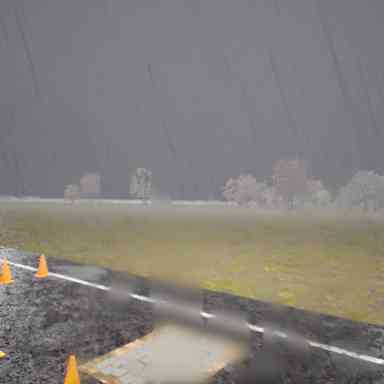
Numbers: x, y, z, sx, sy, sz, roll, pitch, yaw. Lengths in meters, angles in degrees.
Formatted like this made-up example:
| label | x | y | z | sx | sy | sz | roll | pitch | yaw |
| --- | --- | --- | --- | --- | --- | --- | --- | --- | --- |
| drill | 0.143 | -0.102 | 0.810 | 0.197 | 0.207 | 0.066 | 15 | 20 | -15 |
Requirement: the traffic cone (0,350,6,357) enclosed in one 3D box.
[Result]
| label | x | y | z | sx | sy | sz | roll | pitch | yaw |
| --- | --- | --- | --- | --- | --- | --- | --- | --- | --- |
| traffic cone | -2.847 | 2.010 | 4.659 | 0.340 | 0.580 | 0.340 | 0 | -1 | 37 |

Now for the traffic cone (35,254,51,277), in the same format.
| label | x | y | z | sx | sy | sz | roll | pitch | yaw |
| --- | --- | --- | --- | --- | --- | --- | --- | --- | --- |
| traffic cone | -4.240 | 2.073 | 9.461 | 0.340 | 0.580 | 0.340 | 0 | -1 | 37 |

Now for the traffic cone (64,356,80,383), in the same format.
| label | x | y | z | sx | sy | sz | roll | pitch | yaw |
| --- | --- | --- | --- | --- | --- | --- | --- | --- | --- |
| traffic cone | -1.249 | 2.005 | 3.456 | 0.340 | 0.580 | 0.340 | 0 | -1 | 37 |

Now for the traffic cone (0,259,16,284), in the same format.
| label | x | y | z | sx | sy | sz | roll | pitch | yaw |
| --- | --- | --- | --- | --- | --- | --- | --- | --- | --- |
| traffic cone | -4.842 | 2.056 | 8.662 | 0.340 | 0.580 | 0.340 | 0 | -1 | 37 |
